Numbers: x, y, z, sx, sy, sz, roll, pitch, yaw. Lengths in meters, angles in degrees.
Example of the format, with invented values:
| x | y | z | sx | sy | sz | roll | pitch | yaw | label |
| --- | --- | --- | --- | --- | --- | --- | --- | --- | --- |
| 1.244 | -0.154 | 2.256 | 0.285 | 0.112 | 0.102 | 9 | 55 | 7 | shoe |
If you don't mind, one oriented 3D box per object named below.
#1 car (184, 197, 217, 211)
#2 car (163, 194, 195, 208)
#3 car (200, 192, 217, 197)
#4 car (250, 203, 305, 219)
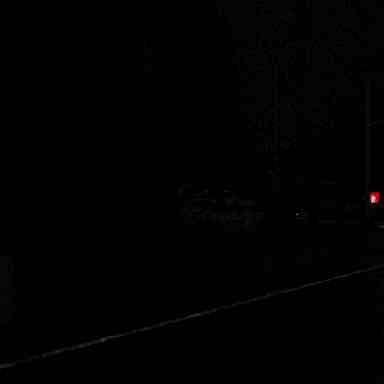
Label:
| x | y | z | sx | sy | sz | roll | pitch | yaw | label |
| --- | --- | --- | --- | --- | --- | --- | --- | --- | --- |
| 1.402 | 1.579 | 37.263 | 1.994 | 1.385 | 4.181 | 0 | 0 | -37 | car |
| -1.714 | 1.506 | 47.482 | 2.128 | 1.511 | 4.902 | 0 | 0 | -37 | car |
| 5.002 | 1.113 | 92.341 | 1.932 | 1.855 | 4.605 | 0 | 0 | -37 | car |
| 7.460 | 1.616 | 29.243 | 1.895 | 1.301 | 4.718 | 0 | 0 | -37 | car |
